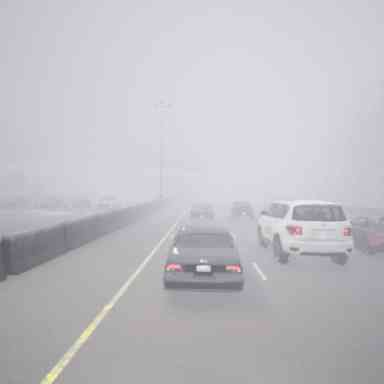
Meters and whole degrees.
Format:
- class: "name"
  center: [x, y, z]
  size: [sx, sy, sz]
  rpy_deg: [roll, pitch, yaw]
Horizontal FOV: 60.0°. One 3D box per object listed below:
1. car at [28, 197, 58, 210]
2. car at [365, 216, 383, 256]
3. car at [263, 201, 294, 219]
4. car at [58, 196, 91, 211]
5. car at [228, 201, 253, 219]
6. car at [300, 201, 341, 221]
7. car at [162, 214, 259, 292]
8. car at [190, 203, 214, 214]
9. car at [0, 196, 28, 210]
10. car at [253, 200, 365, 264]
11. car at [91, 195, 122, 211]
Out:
- class: "car"
  center: [-16.437, 1.279, 38.786]
  size: [2.033, 1.411, 5.357]
  rpy_deg: [1, 1, 2]
- class: "car"
  center: [7.439, 1.691, 13.742]
  size: [1.994, 1.385, 4.181]
  rpy_deg: [1, 0, 2]
- class: "car"
  center: [7.947, 1.605, 30.980]
  size: [1.812, 1.442, 4.674]
  rpy_deg: [1, 0, 2]
- class: "car"
  center: [-12.963, 1.271, 38.106]
  size: [2.128, 1.511, 4.902]
  rpy_deg: [1, 0, 2]
- class: "car"
  center: [4.420, 1.548, 30.136]
  size: [1.837, 1.490, 4.892]
  rpy_deg: [1, 0, 2]
- class: "car"
  center: [11.416, 1.633, 29.920]
  size: [1.837, 1.490, 4.892]
  rpy_deg: [1, 0, 2]
- class: "car"
  center: [0.301, 1.583, 9.155]
  size: [2.033, 1.411, 5.357]
  rpy_deg: [1, 0, 2]
- class: "car"
  center: [0.868, 1.611, 28.439]
  size: [1.895, 1.301, 4.718]
  rpy_deg: [1, 0, 2]
- class: "car"
  center: [-20.008, 1.180, 37.148]
  size: [1.882, 1.535, 5.008]
  rpy_deg: [1, 0, 2]
- class: "car"
  center: [3.900, 1.305, 12.353]
  size: [2.150, 2.045, 5.566]
  rpy_deg: [1, 0, 2]
- class: "car"
  center: [-9.466, 1.172, 37.982]
  size: [2.097, 1.767, 4.553]
  rpy_deg: [1, 1, 2]
